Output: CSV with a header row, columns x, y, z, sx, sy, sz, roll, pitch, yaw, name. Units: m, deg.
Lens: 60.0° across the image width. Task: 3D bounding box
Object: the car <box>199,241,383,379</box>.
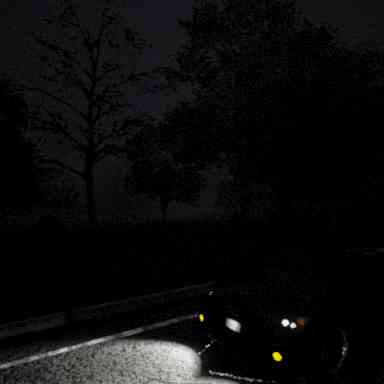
x,y,z,sx,sy,sz,roll,pitch,yaw,name
2.166,1.561,5.528,4.181,1.385,1.994,0,0,-35,car
